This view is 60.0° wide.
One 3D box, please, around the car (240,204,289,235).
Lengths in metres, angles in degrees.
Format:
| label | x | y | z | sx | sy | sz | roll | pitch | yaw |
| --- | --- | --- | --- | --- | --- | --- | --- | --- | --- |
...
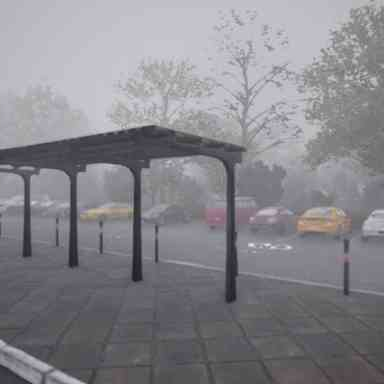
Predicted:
| label | x | y | z | sx | sy | sz | roll | pitch | yaw |
| --- | --- | --- | --- | --- | --- | --- | --- | --- | --- |
| car | 4.875 | 1.574 | 19.219 | 2.002 | 1.452 | 4.674 | 0 | 0 | 35 |

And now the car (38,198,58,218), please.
| label | x | y | z | sx | sy | sz | roll | pitch | yaw |
| --- | --- | --- | --- | --- | --- | --- | --- | --- | --- |
| car | -10.969 | 1.565 | 30.462 | 2.231 | 1.521 | 4.892 | 0 | 0 | 35 |

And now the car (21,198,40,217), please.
| label | x | y | z | sx | sy | sz | roll | pitch | yaw |
| --- | --- | --- | --- | --- | --- | --- | --- | --- | --- |
| car | -13.234 | 1.568 | 32.066 | 2.097 | 1.535 | 5.008 | 0 | 0 | 35 |

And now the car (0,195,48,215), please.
| label | x | y | z | sx | sy | sz | roll | pitch | yaw |
| --- | --- | --- | --- | --- | --- | --- | --- | --- | --- |
| car | -17.783 | 1.326 | 35.249 | 2.435 | 2.045 | 5.566 | 0 | 0 | 35 |

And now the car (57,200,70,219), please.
| label | x | y | z | sx | sy | sz | roll | pitch | yaw |
| --- | --- | --- | --- | --- | --- | --- | --- | --- | --- |
| car | -8.692 | 1.589 | 28.875 | 2.163 | 1.488 | 4.792 | 0 | 0 | 35 |

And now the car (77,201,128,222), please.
| label | x | y | z | sx | sy | sz | roll | pitch | yaw |
| --- | --- | --- | --- | --- | --- | --- | --- | --- | --- |
| car | -6.552 | 1.552 | 27.095 | 1.946 | 1.575 | 5.366 | 0 | 0 | 35 |

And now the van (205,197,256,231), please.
| label | x | y | z | sx | sy | sz | roll | pitch | yaw |
| --- | --- | --- | --- | --- | --- | --- | --- | --- | --- |
| van | 2.680 | 1.312 | 20.921 | 1.878 | 1.987 | 4.442 | 0 | 0 | 35 |

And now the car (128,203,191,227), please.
| label | x | y | z | sx | sy | sz | roll | pitch | yaw |
| --- | --- | --- | --- | --- | --- | --- | --- | --- | --- |
| car | -1.932 | 1.576 | 24.012 | 2.163 | 1.488 | 4.792 | 0 | 0 | 35 |

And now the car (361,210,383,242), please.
| label | x | y | z | sx | sy | sz | roll | pitch | yaw |
| --- | --- | --- | --- | --- | --- | --- | --- | --- | --- |
| car | 9.405 | 1.567 | 16.008 | 2.002 | 1.452 | 4.674 | 0 | 0 | 35 |

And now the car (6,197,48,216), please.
| label | x | y | z | sx | sy | sz | roll | pitch | yaw |
| --- | --- | --- | --- | --- | --- | --- | --- | --- | --- |
| car | -15.499 | 1.572 | 33.671 | 2.097 | 1.535 | 5.008 | 0 | 0 | 35 |

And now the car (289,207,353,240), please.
| label | x | y | z | sx | sy | sz | roll | pitch | yaw |
| --- | --- | --- | --- | --- | --- | --- | --- | --- | --- |
| car | 7.139 | 1.530 | 17.611 | 2.097 | 1.535 | 5.008 | 0 | 0 | 35 |
